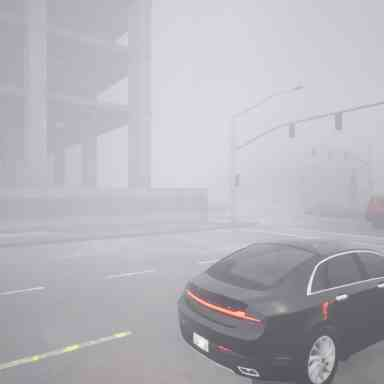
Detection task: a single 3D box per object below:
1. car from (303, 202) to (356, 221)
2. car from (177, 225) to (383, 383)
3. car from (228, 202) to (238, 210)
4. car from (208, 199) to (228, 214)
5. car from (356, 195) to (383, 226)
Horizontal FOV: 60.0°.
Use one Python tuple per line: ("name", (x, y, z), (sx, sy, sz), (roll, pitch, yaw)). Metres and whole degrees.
("car", (12.058, 1.548, 27.728), (5.357, 1.411, 2.033), (0, 0, 44))
("car", (2.088, 1.505, 5.280), (4.892, 1.490, 1.837), (0, 0, -35))
("car", (3.352, 1.564, 38.691), (1.994, 1.385, 4.181), (0, 0, -36))
("car", (1.282, 1.601, 35.582), (1.895, 1.301, 4.718), (0, 0, -36))
("car", (13.034, 1.221, 19.367), (2.150, 2.045, 5.566), (0, 0, -36))
